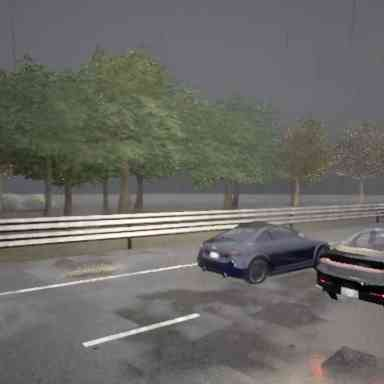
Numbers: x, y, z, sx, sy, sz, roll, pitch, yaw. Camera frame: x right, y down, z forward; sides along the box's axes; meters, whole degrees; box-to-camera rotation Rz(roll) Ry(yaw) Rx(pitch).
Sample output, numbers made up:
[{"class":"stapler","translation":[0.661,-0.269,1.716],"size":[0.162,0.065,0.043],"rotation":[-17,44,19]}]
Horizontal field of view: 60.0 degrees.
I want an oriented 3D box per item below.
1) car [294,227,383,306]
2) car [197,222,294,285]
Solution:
[{"class":"car","translation":[4.659,1.505,7.072],"size":[4.902,1.511,2.128],"rotation":[0,0,-35]},{"class":"car","translation":[2.200,1.577,9.614],"size":[4.181,1.385,1.994],"rotation":[0,0,-36]}]
